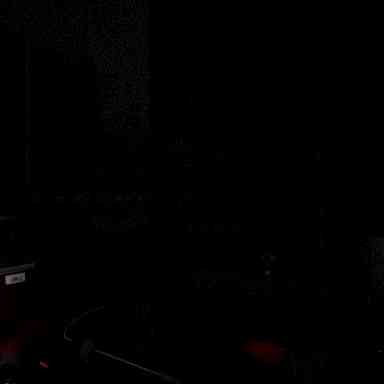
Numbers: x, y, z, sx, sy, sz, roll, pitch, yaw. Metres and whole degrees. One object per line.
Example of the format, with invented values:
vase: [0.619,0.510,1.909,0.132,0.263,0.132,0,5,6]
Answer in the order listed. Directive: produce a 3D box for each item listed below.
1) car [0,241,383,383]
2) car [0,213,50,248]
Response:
car: [-0.023,1.440,2.976,4.097,1.590,1.967,0,0,35]
car: [-4.455,1.315,6.127,5.009,1.841,2.192,0,0,35]
